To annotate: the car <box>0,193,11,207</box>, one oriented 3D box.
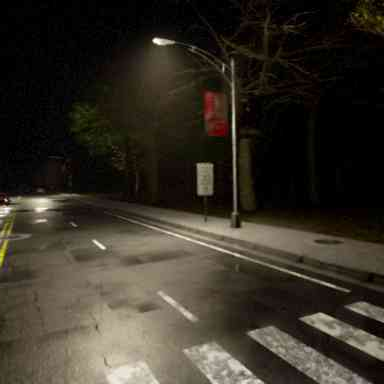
[{"bbox_3d":[-21.674,0.854,37.625,1.882,1.535,5.008,-2,2,-26],"label":"car"}]
